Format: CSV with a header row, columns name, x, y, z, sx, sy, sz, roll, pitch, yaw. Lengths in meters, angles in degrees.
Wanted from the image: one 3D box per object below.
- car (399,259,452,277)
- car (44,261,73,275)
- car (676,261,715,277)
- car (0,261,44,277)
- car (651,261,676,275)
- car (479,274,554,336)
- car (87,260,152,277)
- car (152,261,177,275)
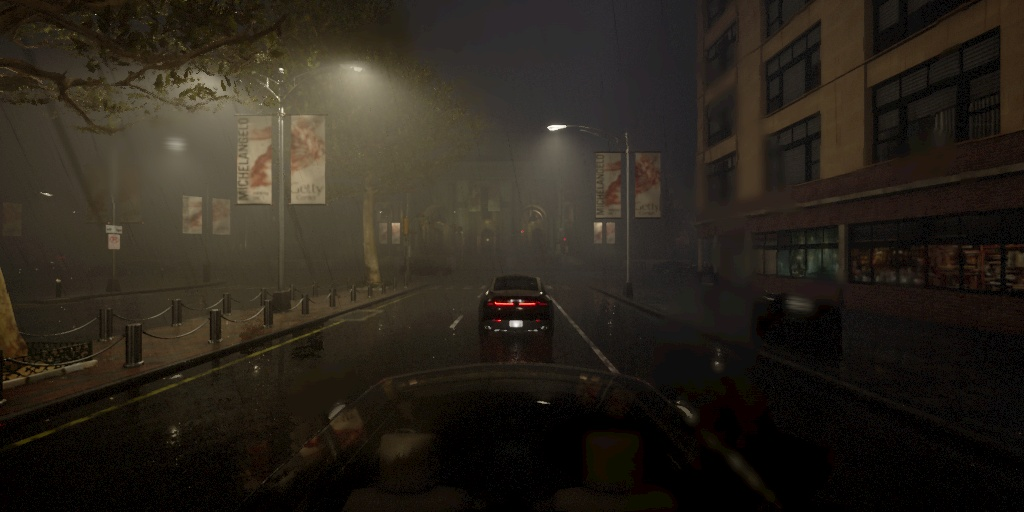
name,x,y,z,sx,sy,sz,roll,pitch,yaw
car,-8.306,1.236,34.557,5.008,1.535,1.882,0,0,1
car,-50.257,1.247,38.433,4.902,1.511,2.128,0,0,-1
car,18.802,1.250,34.221,4.902,1.511,2.128,0,0,1
car,-49.533,1.264,34.921,4.892,1.490,1.837,0,0,-1
car,17.277,1.265,37.741,4.892,1.490,1.837,0,0,1
car,0.125,1.257,10.380,1.837,1.490,4.892,0,0,1
car,-38.396,1.323,34.905,4.181,1.385,1.994,0,0,0
car,-38.890,1.237,38.411,5.008,1.535,1.882,0,0,0
